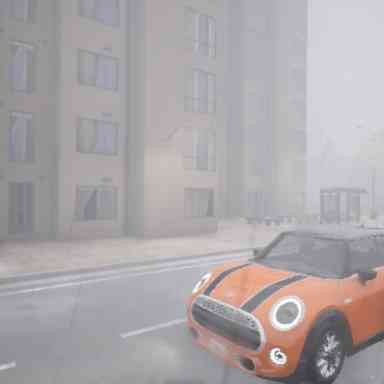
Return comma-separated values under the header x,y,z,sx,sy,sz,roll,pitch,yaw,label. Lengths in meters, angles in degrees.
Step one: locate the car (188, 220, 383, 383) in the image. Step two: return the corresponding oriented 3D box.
x,y,z,sx,sy,sz,roll,pitch,yaw,label
2.142,1.413,5.561,4.553,1.767,2.097,1,-1,-36,car
